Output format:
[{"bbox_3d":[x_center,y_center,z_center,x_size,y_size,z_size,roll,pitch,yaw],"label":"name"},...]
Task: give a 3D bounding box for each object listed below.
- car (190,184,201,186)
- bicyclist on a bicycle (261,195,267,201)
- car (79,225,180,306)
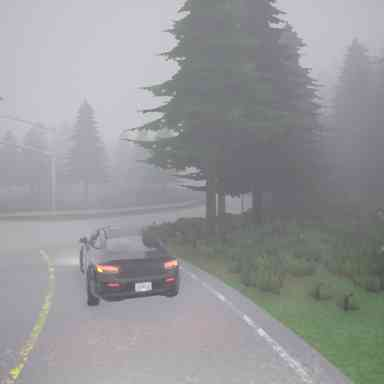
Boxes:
[{"bbox_3d":[0.647,-1.747,69.712,1.994,1.385,4.181,0,5,-5],"label":"car"},{"bbox_3d":[6.342,0.894,30.365,1.656,1.620,0.582,-13,-4,35],"label":"bicyclist on a bicycle"},{"bbox_3d":[-1.674,1.526,8.095,1.812,1.442,4.674,0,0,-21],"label":"car"}]
